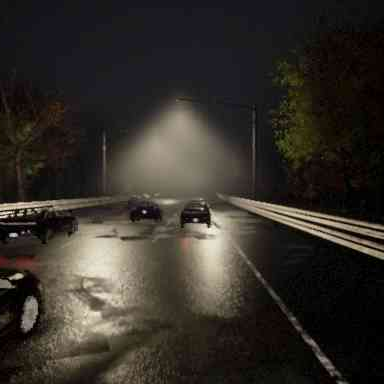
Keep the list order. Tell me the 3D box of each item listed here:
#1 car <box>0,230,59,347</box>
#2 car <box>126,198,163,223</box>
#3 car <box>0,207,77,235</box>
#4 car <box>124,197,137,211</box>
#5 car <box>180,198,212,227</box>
[{"bbox_3d":[-3.388,1.490,3.614,1.837,1.490,4.892,0,0,0],"label":"car"},{"bbox_3d":[-3.225,1.413,24.224,1.994,1.385,4.181,-1,-3,0],"label":"car"},{"bbox_3d":[-6.829,1.429,15.221,2.128,1.511,4.902,0,0,0],"label":"car"},{"bbox_3d":[-6.442,1.353,38.098,1.812,1.442,4.674,0,0,1],"label":"car"},{"bbox_3d":[0.237,1.394,21.733,2.128,1.511,4.902,0,0,1],"label":"car"}]
